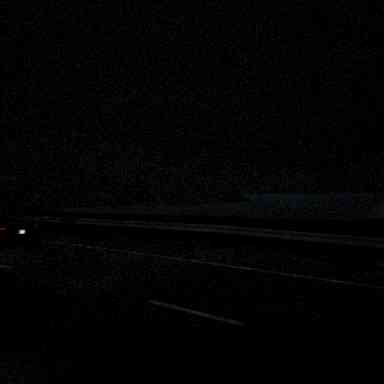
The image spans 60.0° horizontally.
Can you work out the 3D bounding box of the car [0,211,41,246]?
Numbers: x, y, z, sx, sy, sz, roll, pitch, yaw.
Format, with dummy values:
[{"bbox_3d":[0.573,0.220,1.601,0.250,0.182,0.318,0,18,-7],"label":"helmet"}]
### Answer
[{"bbox_3d":[-8.126,1.476,13.582,4.181,1.385,1.994,0,1,31],"label":"car"}]
